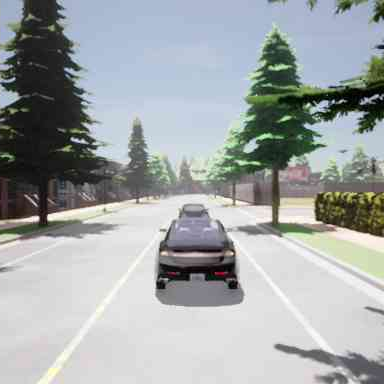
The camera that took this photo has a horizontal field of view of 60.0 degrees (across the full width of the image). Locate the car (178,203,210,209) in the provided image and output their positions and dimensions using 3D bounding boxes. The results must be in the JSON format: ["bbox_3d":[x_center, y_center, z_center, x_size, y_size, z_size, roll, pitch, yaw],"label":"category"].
[{"bbox_3d":[0.113,1.382,20.001,1.812,1.442,4.674,0,1,0],"label":"car"}]

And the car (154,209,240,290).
[{"bbox_3d":[0.107,1.427,8.873,2.128,1.511,4.902,0,0,0],"label":"car"}]
